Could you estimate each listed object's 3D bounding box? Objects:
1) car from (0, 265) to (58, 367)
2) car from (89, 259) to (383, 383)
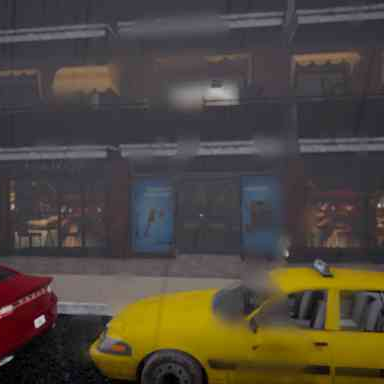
[{"bbox_3d":[-4.189,1.540,4.542,4.507,1.381,1.887,0,-1,6],"label":"car"},{"bbox_3d":[1.283,1.522,3.987,4.829,1.417,1.752,0,-1,6],"label":"car"}]
